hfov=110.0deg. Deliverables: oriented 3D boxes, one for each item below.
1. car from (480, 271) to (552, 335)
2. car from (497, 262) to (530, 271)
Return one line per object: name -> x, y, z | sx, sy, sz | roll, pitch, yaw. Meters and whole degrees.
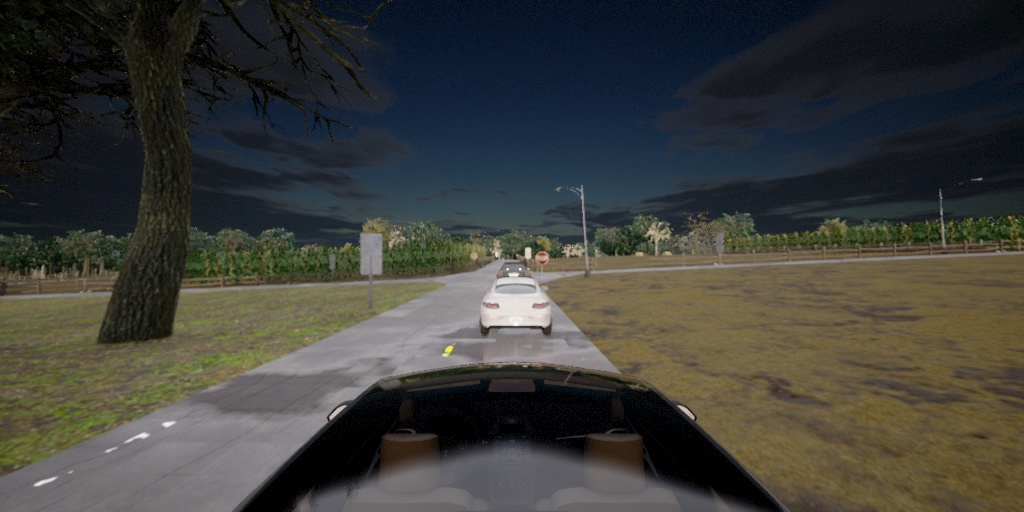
car -> 0.109, 1.328, 10.603 | 1.812, 1.442, 4.674 | 0, 0, 0
car -> 0.109, 1.177, 23.249 | 2.097, 1.767, 4.553 | 0, 0, 0
